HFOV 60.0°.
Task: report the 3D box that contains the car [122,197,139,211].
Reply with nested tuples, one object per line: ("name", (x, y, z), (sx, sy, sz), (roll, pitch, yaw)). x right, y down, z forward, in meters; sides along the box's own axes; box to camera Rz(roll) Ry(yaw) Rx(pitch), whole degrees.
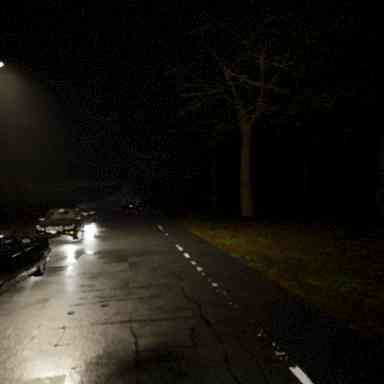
("car", (-7.409, 1.579, 40.252), (1.994, 1.385, 4.181), (-1, 0, -11))

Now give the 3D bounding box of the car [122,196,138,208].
("car", (-9.336, 1.473, 50.080), (2.128, 1.511, 4.902), (-1, 0, -11))

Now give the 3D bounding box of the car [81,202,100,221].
("car", (-8.710, 1.589, 27.601), (2.128, 1.511, 4.902), (-1, 0, -11))

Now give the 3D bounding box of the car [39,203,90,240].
("car", (-6.772, 1.600, 17.582), (1.837, 1.490, 4.892), (-1, 0, -11))

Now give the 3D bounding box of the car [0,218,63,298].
("car", (-4.841, 1.624, 7.755), (2.033, 1.411, 5.357), (-1, 0, -7))
